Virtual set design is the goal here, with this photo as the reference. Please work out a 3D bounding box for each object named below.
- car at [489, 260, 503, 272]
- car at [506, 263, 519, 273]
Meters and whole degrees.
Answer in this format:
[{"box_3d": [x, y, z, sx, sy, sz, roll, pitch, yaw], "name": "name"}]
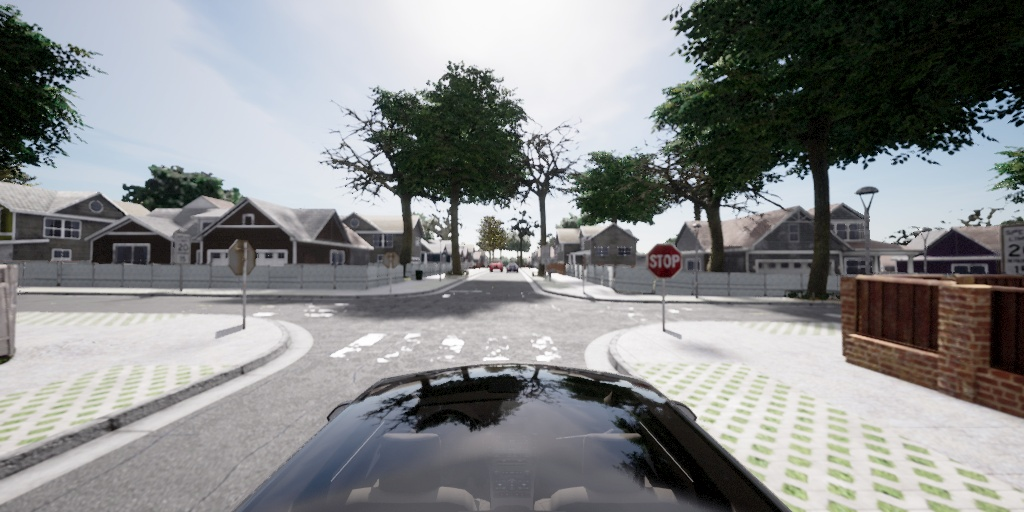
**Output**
[{"box_3d": [-2.663, 1.714, 62.014, 2.150, 2.045, 5.566, 0, -1, 0], "name": "car"}, {"box_3d": [0.081, 1.999, 56.646, 1.895, 1.301, 4.718, 0, -1, 0], "name": "car"}]
